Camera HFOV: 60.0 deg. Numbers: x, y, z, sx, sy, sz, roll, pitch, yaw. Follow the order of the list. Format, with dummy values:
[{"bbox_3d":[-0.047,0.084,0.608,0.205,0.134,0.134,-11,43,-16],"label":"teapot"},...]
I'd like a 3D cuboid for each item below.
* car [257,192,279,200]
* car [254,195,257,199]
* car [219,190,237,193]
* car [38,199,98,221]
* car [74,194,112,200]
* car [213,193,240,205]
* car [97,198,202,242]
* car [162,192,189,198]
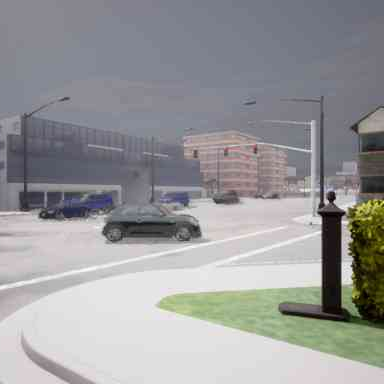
[{"bbox_3d":[14.739,0.707,62.363,2.128,1.511,4.902,0,1,35],"label":"car"},{"bbox_3d":[14.400,0.779,67.892,1.895,1.301,4.718,0,0,35],"label":"car"},{"bbox_3d":[5.694,0.657,55.608,2.150,2.045,5.566,0,1,36],"label":"car"},{"bbox_3d":[-10.147,1.539,26.921,1.994,1.385,4.181,0,1,35],"label":"car"},{"bbox_3d":[-10.237,1.173,32.909,2.150,2.045,5.566,0,0,35],"label":"car"},{"bbox_3d":[5.144,1.203,48.748,1.895,1.301,4.718,0,2,35],"label":"car"},{"bbox_3d":[-1.832,1.340,15.708,4.553,1.767,2.097,0,0,-2],"label":"car"},{"bbox_3d":[-2.501,1.022,43.938,2.150,2.045,5.566,0,1,35],"label":"car"}]
